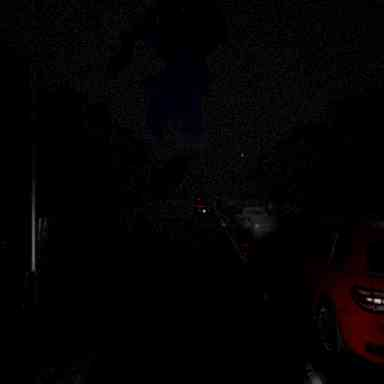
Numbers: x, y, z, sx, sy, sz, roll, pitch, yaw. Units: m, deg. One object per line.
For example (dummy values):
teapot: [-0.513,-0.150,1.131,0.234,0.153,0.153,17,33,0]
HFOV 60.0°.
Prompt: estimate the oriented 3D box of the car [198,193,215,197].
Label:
car: [1.710,1.194,46.764,2.150,2.045,5.566,0,0,3]

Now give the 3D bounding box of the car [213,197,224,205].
car: [4.753,1.545,59.859,1.887,1.381,4.507,-1,0,2]

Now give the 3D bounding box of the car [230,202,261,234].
car: [3.399,1.522,18.923,1.812,1.442,4.674,0,0,2]

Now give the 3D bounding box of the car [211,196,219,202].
car: [5.533,1.579,81.471,1.887,1.381,4.507,-1,0,2]

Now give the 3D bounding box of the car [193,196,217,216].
car: [1.203,1.478,32.648,1.837,1.490,4.892,0,0,2]

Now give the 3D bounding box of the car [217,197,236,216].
car: [3.778,1.533,32.844,1.887,1.381,4.507,-1,0,2]

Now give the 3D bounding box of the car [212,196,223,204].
car: [4.948,1.558,65.261,2.008,1.369,4.403,-1,0,2]

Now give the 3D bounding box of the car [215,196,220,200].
car: [4.363,1.557,49.053,1.947,1.339,4.313,-1,0,2]

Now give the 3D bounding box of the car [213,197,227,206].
car: [4.558,1.546,54.456,2.008,1.369,4.403,-1,0,2]

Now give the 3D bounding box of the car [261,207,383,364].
car: [2.801,1.322,5.829,2.192,1.841,5.009,0,0,2]
